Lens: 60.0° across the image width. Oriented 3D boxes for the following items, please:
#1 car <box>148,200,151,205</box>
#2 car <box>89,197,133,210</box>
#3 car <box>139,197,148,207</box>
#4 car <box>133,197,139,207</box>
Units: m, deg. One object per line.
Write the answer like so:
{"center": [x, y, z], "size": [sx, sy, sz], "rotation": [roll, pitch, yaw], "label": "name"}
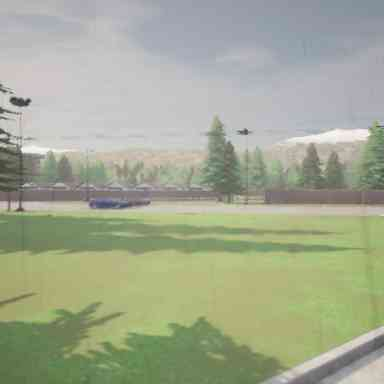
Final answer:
{"center": [-8.537, 1.482, 51.963], "size": [4.181, 1.385, 1.994], "rotation": [0, 0, 12], "label": "car"}
{"center": [-10.370, 1.407, 41.615], "size": [5.008, 1.535, 1.882], "rotation": [0, 0, 12], "label": "car"}
{"center": [-9.427, 1.521, 48.576], "size": [4.718, 1.301, 1.895], "rotation": [0, 0, 12], "label": "car"}
{"center": [-10.140, 1.525, 45.149], "size": [4.718, 1.301, 1.895], "rotation": [0, 0, 12], "label": "car"}
